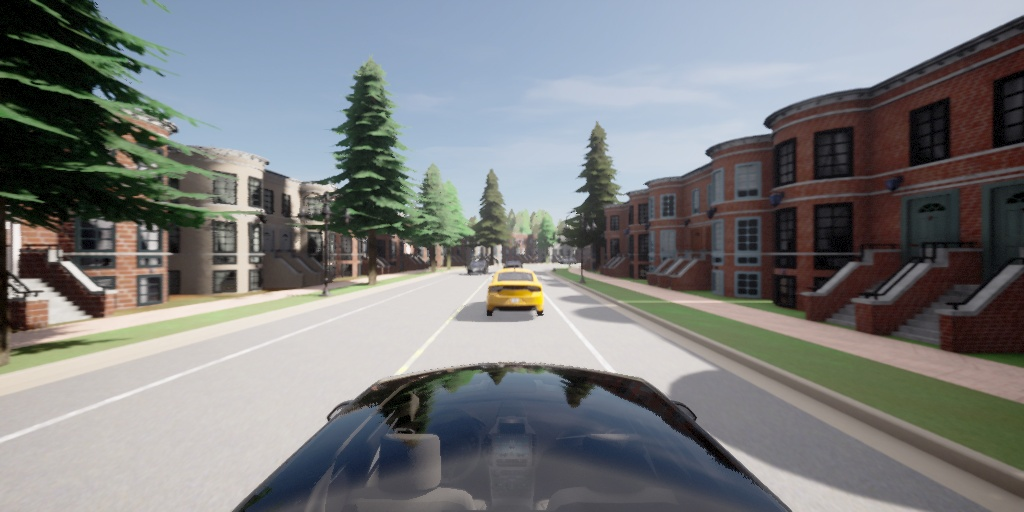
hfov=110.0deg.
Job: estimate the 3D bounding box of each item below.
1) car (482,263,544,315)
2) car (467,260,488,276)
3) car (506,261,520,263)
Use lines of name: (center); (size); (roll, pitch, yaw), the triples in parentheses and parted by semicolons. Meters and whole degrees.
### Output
car: (0.099, 1.203, 13.406); (1.882, 1.535, 5.008); (0, 0, 0)
car: (-3.459, 1.169, 36.788); (2.128, 1.511, 4.902); (0, 0, 2)
car: (0.095, 1.175, 33.682); (2.128, 1.511, 4.902); (0, 0, 0)
